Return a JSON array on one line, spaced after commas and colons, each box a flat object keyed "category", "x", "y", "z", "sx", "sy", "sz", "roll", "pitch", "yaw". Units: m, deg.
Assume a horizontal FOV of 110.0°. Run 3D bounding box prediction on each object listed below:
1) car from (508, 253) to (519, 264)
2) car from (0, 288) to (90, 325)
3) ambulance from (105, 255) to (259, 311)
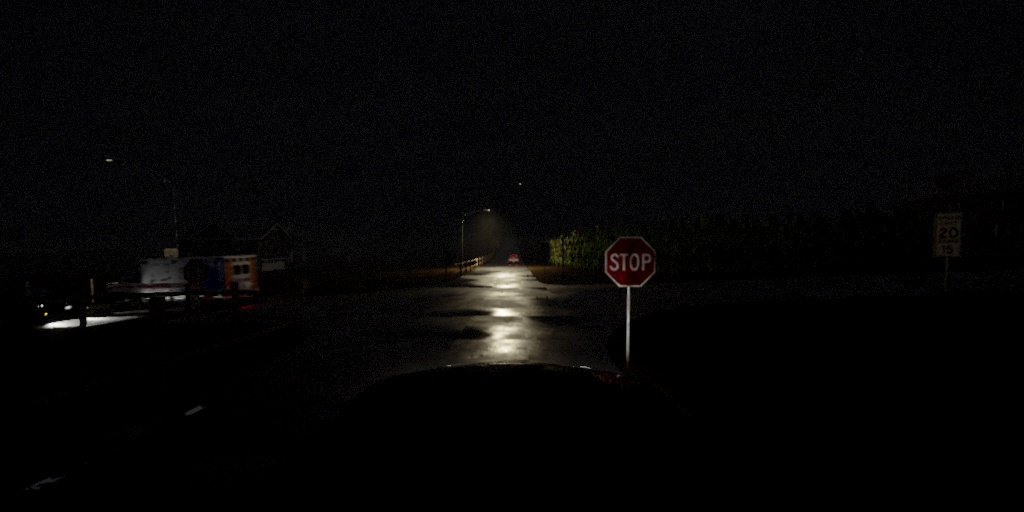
[{"category": "car", "x": 0.252, "y": 0.684, "z": 62.433, "sx": 1.895, "sy": 1.301, "sz": 4.718, "roll": 0, "pitch": 1, "yaw": 0}, {"category": "car", "x": -20.766, "y": 2.069, "z": 15.146, "sx": 4.181, "sy": 1.385, "sz": 1.994, "roll": -2, "pitch": 2, "yaw": 0}, {"category": "ambulance", "x": -16.388, "y": 1.283, "z": 17.958, "sx": 6.366, "sy": 2.431, "sz": 2.351, "roll": -2, "pitch": 2, "yaw": 0}]
